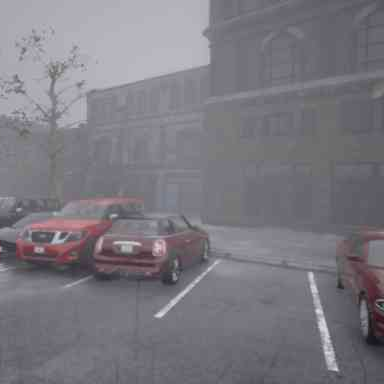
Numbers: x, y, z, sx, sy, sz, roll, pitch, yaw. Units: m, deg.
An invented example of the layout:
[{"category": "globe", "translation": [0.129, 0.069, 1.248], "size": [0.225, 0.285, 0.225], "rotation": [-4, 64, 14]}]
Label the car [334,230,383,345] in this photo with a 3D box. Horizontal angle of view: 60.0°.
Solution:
[{"category": "car", "translation": [3.928, 1.510, 6.283], "size": [2.097, 1.535, 5.008], "rotation": [1, -1, 17]}]

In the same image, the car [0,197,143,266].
[{"category": "car", "translation": [-3.332, 1.257, 11.627], "size": [2.435, 2.045, 5.566], "rotation": [1, -1, 16]}]

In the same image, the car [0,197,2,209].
[{"category": "car", "translation": [-8.175, 1.255, 15.194], "size": [2.435, 2.045, 5.566], "rotation": [1, -1, 16]}]

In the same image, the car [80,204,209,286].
[{"category": "car", "translation": [-0.928, 1.383, 9.839], "size": [2.185, 1.767, 4.553], "rotation": [0, -1, 16]}]
